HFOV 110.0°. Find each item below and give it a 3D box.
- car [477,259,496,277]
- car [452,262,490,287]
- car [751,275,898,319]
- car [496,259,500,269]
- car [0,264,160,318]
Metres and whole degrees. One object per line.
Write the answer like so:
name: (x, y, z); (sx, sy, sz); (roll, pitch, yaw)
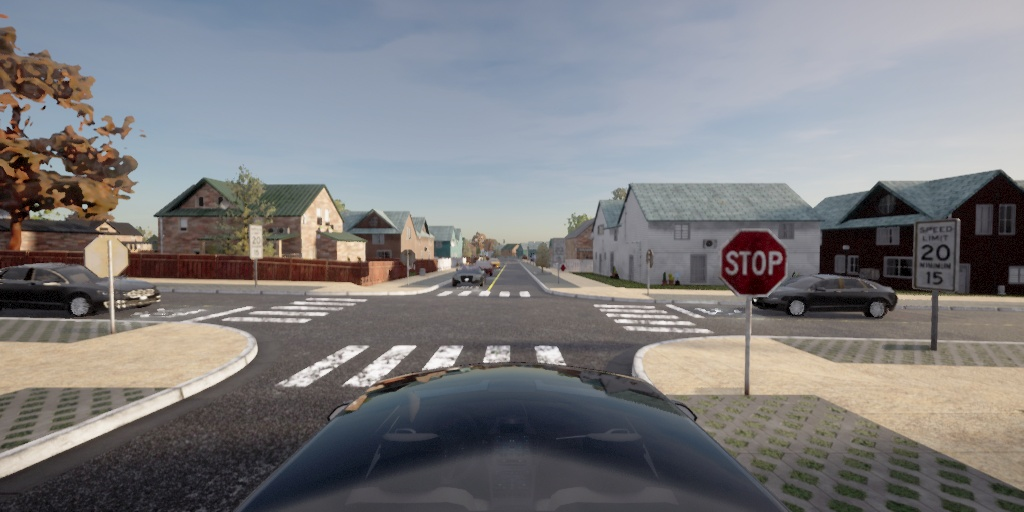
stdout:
car: (-2.825, 1.196, 35.146); (1.882, 1.535, 5.008); (0, 0, -1)
car: (-2.825, 1.294, 24.336); (1.994, 1.385, 4.181); (0, 0, 0)
car: (11.853, 1.486, 13.875); (4.892, 1.490, 1.837); (1, 1, 1)
car: (-2.771, 1.169, 53.436); (1.882, 1.535, 5.008); (0, 0, 0)
car: (-14.073, 1.017, 11.360); (4.892, 1.490, 1.837); (1, 1, 1)
